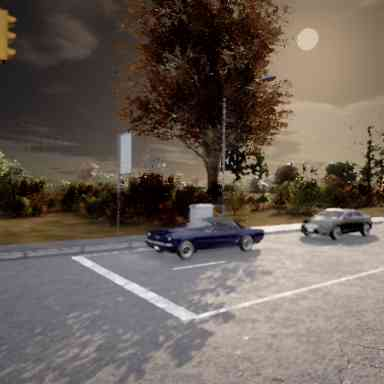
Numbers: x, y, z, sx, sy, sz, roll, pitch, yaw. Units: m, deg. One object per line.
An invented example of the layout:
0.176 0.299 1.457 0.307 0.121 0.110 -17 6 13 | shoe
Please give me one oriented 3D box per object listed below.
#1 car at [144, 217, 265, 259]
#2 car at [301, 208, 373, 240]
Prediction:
0.578 1.687 13.005 4.718 1.301 1.895 1 0 -35 | car
8.002 1.670 18.273 4.902 1.511 2.128 1 0 -35 | car
